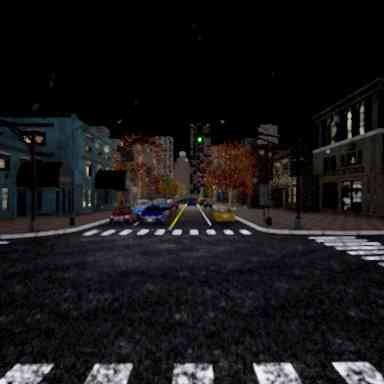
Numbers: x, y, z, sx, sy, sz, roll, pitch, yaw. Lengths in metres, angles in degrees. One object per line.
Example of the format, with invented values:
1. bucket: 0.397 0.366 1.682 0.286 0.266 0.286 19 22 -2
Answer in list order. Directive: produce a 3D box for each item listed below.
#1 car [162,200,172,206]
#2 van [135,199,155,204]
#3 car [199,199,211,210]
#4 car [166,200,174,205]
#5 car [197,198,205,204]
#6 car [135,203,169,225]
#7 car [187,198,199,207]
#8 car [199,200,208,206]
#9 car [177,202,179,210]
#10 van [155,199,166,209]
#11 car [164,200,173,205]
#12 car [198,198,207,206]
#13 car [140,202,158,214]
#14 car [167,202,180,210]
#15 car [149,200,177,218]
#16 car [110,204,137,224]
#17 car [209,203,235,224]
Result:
1. car: -5.777 2.569 77.960 1.947 1.339 4.313 0 -1 0
2. van: -5.738 1.845 39.142 1.690 1.788 3.998 0 -1 0
3. car: 2.627 2.273 55.786 2.008 1.369 4.403 0 -1 0
4. car: -5.789 2.727 89.052 1.802 1.307 4.206 0 -1 0
5. car: 2.584 2.535 94.610 2.192 1.841 5.009 0 -1 0
6. car: -3.148 1.879 27.306 1.812 1.442 4.674 0 -1 0
7. car: -0.007 2.362 68.483 1.882 1.535 5.008 0 -1 0
8. car: 2.604 2.552 77.970 1.887 1.381 4.507 0 -1 0
9. car: -3.143 2.153 45.627 1.994 1.385 4.181 0 -1 0
10. van: -5.761 2.131 61.326 1.690 1.788 3.998 0 -1 0
11. car: -5.783 2.619 83.507 1.887 1.381 4.507 0 -1 0
12. car: 2.596 2.393 83.518 2.192 1.841 5.009 0 -1 0
13. car: -5.742 2.120 44.686 1.887 1.381 4.507 0 -1 0
14. car: -3.124 2.320 55.736 1.895 1.301 4.718 0 -1 0
15. car: -3.140 1.963 36.505 2.128 1.511 4.902 0 -1 0
16. car: -5.724 1.943 28.048 1.802 1.307 4.206 0 -1 0
17. car: 2.655 1.893 28.227 1.752 1.417 4.829 0 -1 0
